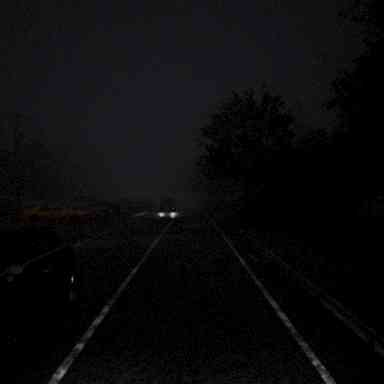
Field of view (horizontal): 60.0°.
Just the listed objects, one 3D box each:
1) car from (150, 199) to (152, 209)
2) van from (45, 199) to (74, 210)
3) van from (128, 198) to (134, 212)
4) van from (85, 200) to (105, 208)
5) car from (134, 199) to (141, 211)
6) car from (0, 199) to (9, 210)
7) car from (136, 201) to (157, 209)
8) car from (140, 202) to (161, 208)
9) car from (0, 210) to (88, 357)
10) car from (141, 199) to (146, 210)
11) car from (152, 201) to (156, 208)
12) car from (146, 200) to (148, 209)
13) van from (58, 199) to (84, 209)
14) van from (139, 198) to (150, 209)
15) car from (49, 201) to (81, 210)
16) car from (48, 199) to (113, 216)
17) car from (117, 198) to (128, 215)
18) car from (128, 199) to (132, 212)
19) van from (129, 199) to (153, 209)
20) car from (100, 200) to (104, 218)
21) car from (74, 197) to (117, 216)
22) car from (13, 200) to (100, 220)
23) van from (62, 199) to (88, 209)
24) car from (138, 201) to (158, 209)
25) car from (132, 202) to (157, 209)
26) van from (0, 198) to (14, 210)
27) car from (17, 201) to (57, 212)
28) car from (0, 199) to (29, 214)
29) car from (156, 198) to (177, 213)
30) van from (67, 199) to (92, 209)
[{"bbox_3d":[-10.352,2.470,61.258,4.792,1.488,2.163,0,-2,0],"label":"car"},{"bbox_3d":[-23.286,2.147,58.650,4.442,1.987,1.878,0,-1,0],"label":"van"},{"bbox_3d":[-10.446,1.789,44.606,4.442,1.987,1.878,0,-1,0],"label":"van"},{"bbox_3d":[-23.510,2.991,80.654,4.442,1.987,1.878,0,-2,0],"label":"van"},{"bbox_3d":[-10.334,2.086,47.376,5.008,1.535,2.097,0,-1,0],"label":"car"},{"bbox_3d":[-23.407,1.809,36.490,4.892,1.521,2.231,0,-1,0],"label":"car"},{"bbox_3d":[-10.285,2.861,75.108,4.553,1.767,2.185,0,-2,0],"label":"car"},{"bbox_3d":[-10.306,3.334,83.424,4.892,1.521,2.231,0,-2,0],"label":"car"},{"bbox_3d":[-3.350,1.333,4.890,2.097,1.767,4.553,0,0,0],"label":"car"},{"bbox_3d":[-10.296,2.257,52.924,4.792,1.488,2.163,0,-1,0],"label":"car"},{"bbox_3d":[-10.350,2.274,64.018,5.566,2.045,2.435,0,-2,0],"label":"car"},{"bbox_3d":[-10.327,2.338,55.701,4.674,1.452,2.002,0,-1,0],"label":"car"},{"bbox_3d":[-23.284,2.300,64.040,4.442,1.987,1.878,0,-2,0],"label":"van"},{"bbox_3d":[-10.207,2.143,58.483,4.442,1.987,1.878,0,-1,0],"label":"van"},{"bbox_3d":[-23.407,2.443,61.414,5.008,1.535,2.097,0,-1,0],"label":"car"},{"bbox_3d":[-10.342,1.671,30.728,5.008,1.535,2.097,0,-1,0],"label":"car"},{"bbox_3d":[-10.305,1.552,36.281,5.566,2.045,2.435,0,-1,0],"label":"car"},{"bbox_3d":[-10.333,1.984,41.824,4.674,1.452,2.002,0,-1,0],"label":"car"},{"bbox_3d":[-10.203,2.415,66.791,4.442,1.987,1.878,0,-2,0],"label":"van"},{"bbox_3d":[-10.342,1.617,27.956,4.892,1.521,2.231,0,-1,0],"label":"car"},{"bbox_3d":[-10.366,1.609,33.507,4.553,1.767,2.185,0,-1,0],"label":"car"},{"bbox_3d":[-10.153,1.567,25.188,5.366,1.575,1.946,0,-1,0],"label":"car"},{"bbox_3d":[-23.516,2.420,66.941,4.442,1.987,1.878,0,-2,0],"label":"van"},{"bbox_3d":[-10.284,2.976,77.882,4.553,1.767,2.185,0,-2,0],"label":"car"},{"bbox_3d":[-10.312,2.871,72.329,5.008,1.535,2.097,0,-2,0],"label":"car"},{"bbox_3d":[-23.529,1.653,39.266,4.442,1.987,1.878,0,-1,0],"label":"van"},{"bbox_3d":[-23.401,2.162,50.338,4.892,1.521,2.231,0,-1,0],"label":"car"},{"bbox_3d":[-23.379,1.824,42.032,4.553,1.767,2.185,0,-1,0],"label":"car"},{"bbox_3d":[-3.339,1.805,46.637,2.150,2.045,5.566,0,-2,0],"label":"car"},{"bbox_3d":[-23.515,2.530,69.583,4.442,1.987,1.878,0,-2,0],"label":"van"}]
